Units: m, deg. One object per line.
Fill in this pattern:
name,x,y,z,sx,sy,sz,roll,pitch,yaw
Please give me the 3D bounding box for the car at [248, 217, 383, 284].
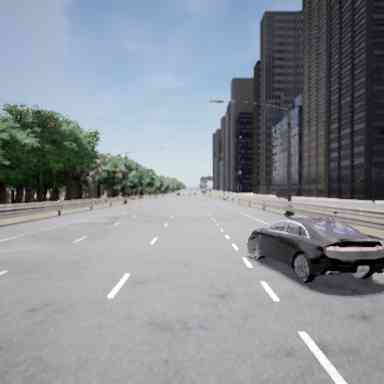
car,3.252,1.485,9.723,2.128,1.511,4.902,1,0,-13
